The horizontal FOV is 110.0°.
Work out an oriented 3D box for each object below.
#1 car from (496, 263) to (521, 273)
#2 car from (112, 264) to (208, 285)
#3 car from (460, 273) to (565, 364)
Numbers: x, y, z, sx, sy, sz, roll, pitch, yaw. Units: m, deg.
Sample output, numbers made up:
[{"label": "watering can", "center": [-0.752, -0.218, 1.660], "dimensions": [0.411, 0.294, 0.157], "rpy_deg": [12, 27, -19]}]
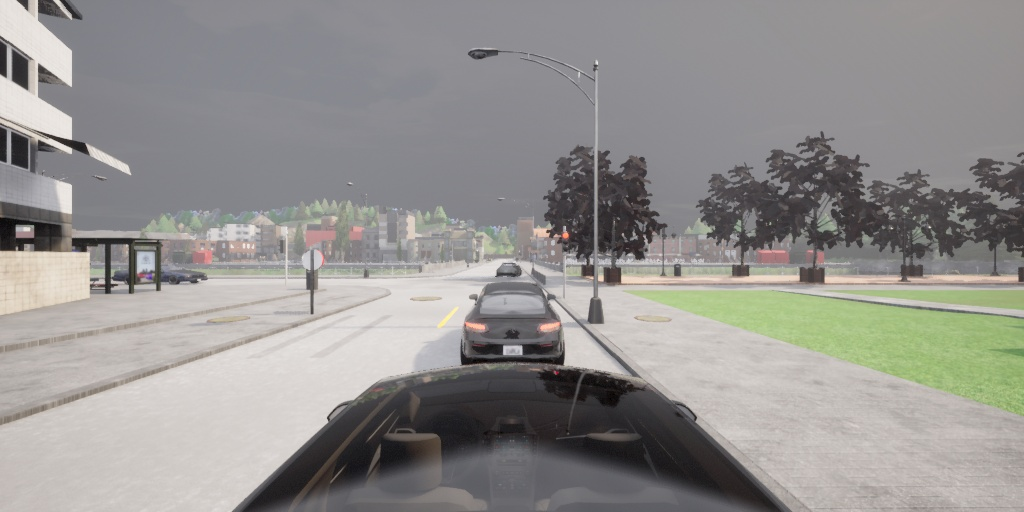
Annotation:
[{"label": "car", "center": [-0.311, 1.314, 34.485], "dimensions": [1.994, 1.385, 4.181], "rpy_deg": [0, 0, 8]}, {"label": "car", "center": [-24.739, 1.297, 25.277], "dimensions": [5.357, 1.411, 2.033], "rpy_deg": [0, 0, -1]}, {"label": "car", "center": [0.009, 1.276, 7.781], "dimensions": [1.812, 1.442, 4.674], "rpy_deg": [0, 0, 0]}]
